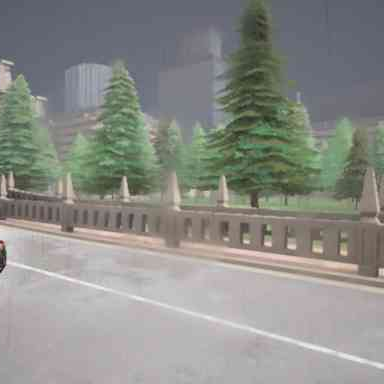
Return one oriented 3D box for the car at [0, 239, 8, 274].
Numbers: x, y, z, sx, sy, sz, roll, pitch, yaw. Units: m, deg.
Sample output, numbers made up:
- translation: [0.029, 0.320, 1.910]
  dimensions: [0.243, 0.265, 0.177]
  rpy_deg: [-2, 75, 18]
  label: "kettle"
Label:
- translation: [-6.505, 1.363, 8.541]
  dimensions: [4.674, 1.442, 1.812]
  rpy_deg: [1, 1, 36]
  label: "car"
